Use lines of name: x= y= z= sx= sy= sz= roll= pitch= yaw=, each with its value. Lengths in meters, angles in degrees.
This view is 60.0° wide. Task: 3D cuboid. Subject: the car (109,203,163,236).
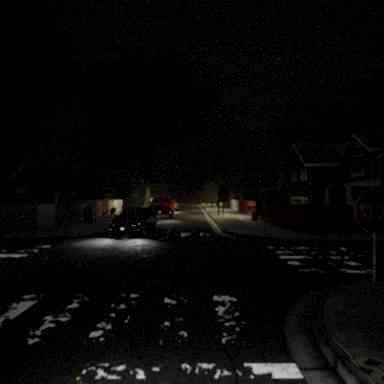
car: x=-3.257 y=1.633 z=19.274 sx=1.837 sy=1.490 sz=4.892 roll=0 pitch=0 yaw=7

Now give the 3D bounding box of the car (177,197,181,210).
car: x=-2.910 y=1.788 z=45.108 sx=1.882 sy=1.535 sz=5.008 roll=0 pitch=0 yaw=0

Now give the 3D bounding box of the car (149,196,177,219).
car: x=-2.891 y=1.440 z=32.264 sx=2.150 sy=2.045 sz=5.566 roll=0 pitch=0 yaw=-1
